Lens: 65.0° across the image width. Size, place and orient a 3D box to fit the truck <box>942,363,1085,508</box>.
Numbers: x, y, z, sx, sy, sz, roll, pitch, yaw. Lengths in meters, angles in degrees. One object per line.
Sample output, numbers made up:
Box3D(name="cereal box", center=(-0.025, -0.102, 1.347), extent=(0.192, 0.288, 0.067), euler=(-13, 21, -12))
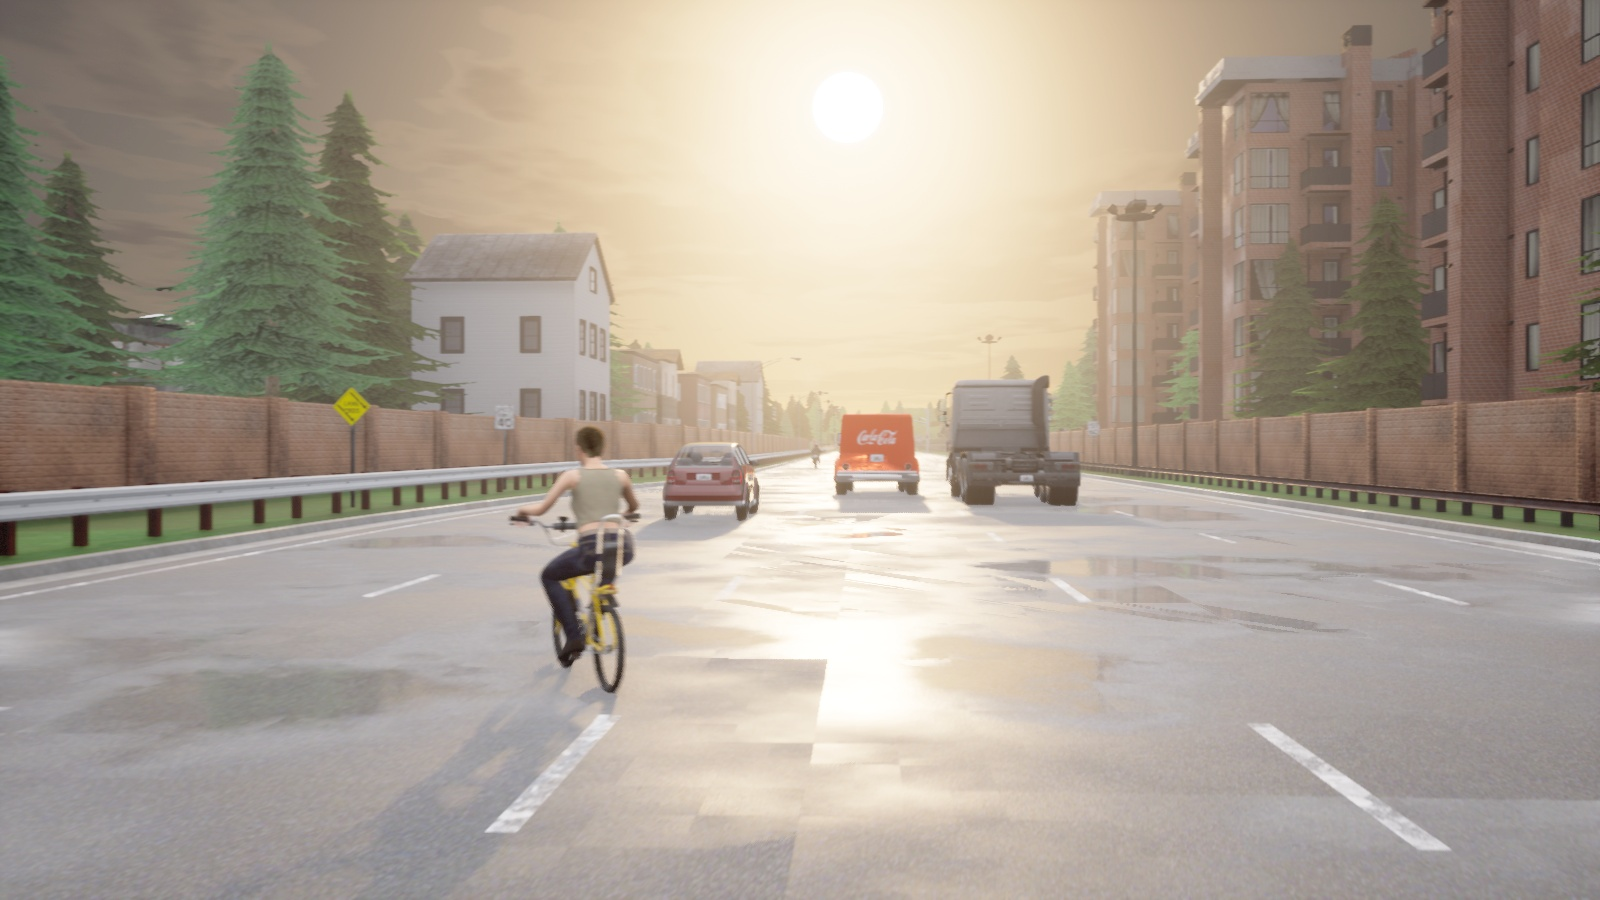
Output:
Box3D(name="truck", center=(5.550, -0.368, 33.947), extent=(2.891, 3.462, 7.936), euler=(0, 0, 3))

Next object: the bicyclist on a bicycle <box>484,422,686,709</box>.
Box3D(name="bicyclist on a bicycle", center=(-1.400, 0.649, 7.939), extent=(0.866, 1.612, 1.509), euler=(0, 0, -26))

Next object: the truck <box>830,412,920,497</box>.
Box3D(name="truck", center=(2.317, 0.105, 39.371), extent=(2.627, 2.467, 5.204), euler=(0, 1, 3))

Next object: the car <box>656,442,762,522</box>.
Box3D(name="car", center=(-1.838, 0.615, 26.385), extent=(1.789, 1.549, 3.705), euler=(0, 0, 3))
